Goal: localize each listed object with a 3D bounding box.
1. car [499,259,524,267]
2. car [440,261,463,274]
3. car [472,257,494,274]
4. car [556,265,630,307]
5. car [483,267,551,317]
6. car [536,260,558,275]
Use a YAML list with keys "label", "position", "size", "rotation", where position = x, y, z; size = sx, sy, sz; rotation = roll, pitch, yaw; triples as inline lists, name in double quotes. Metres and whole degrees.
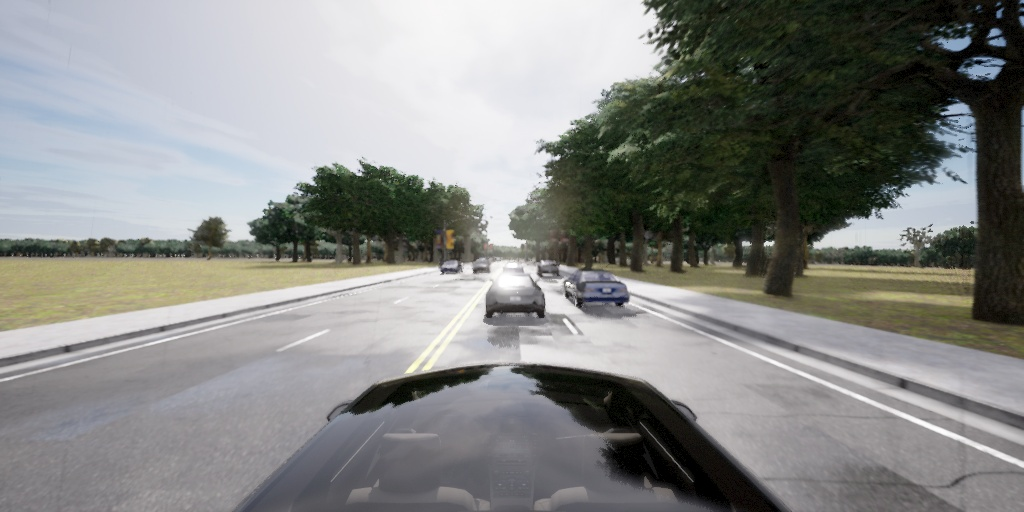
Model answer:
- label: "car"
  position: [0.106, 1.208, 31.138]
  size: [2.033, 1.411, 5.357]
  rotation: [0, 0, 0]
- label: "car"
  position: [-6.583, 1.204, 39.599]
  size: [2.033, 1.411, 5.357]
  rotation: [0, 0, 0]
- label: "car"
  position: [-3.328, 1.161, 40.306]
  size: [1.837, 1.490, 4.892]
  rotation: [0, 0, 0]
- label: "car"
  position: [3.353, 1.251, 15.194]
  size: [2.033, 1.411, 5.357]
  rotation: [0, 0, 0]
- label: "car"
  position: [0.103, 1.275, 13.005]
  size: [1.994, 1.385, 4.181]
  rotation: [0, 0, 0]
- label: "car"
  position: [3.356, 1.149, 34.016]
  size: [2.128, 1.511, 4.902]
  rotation: [0, 0, 0]
